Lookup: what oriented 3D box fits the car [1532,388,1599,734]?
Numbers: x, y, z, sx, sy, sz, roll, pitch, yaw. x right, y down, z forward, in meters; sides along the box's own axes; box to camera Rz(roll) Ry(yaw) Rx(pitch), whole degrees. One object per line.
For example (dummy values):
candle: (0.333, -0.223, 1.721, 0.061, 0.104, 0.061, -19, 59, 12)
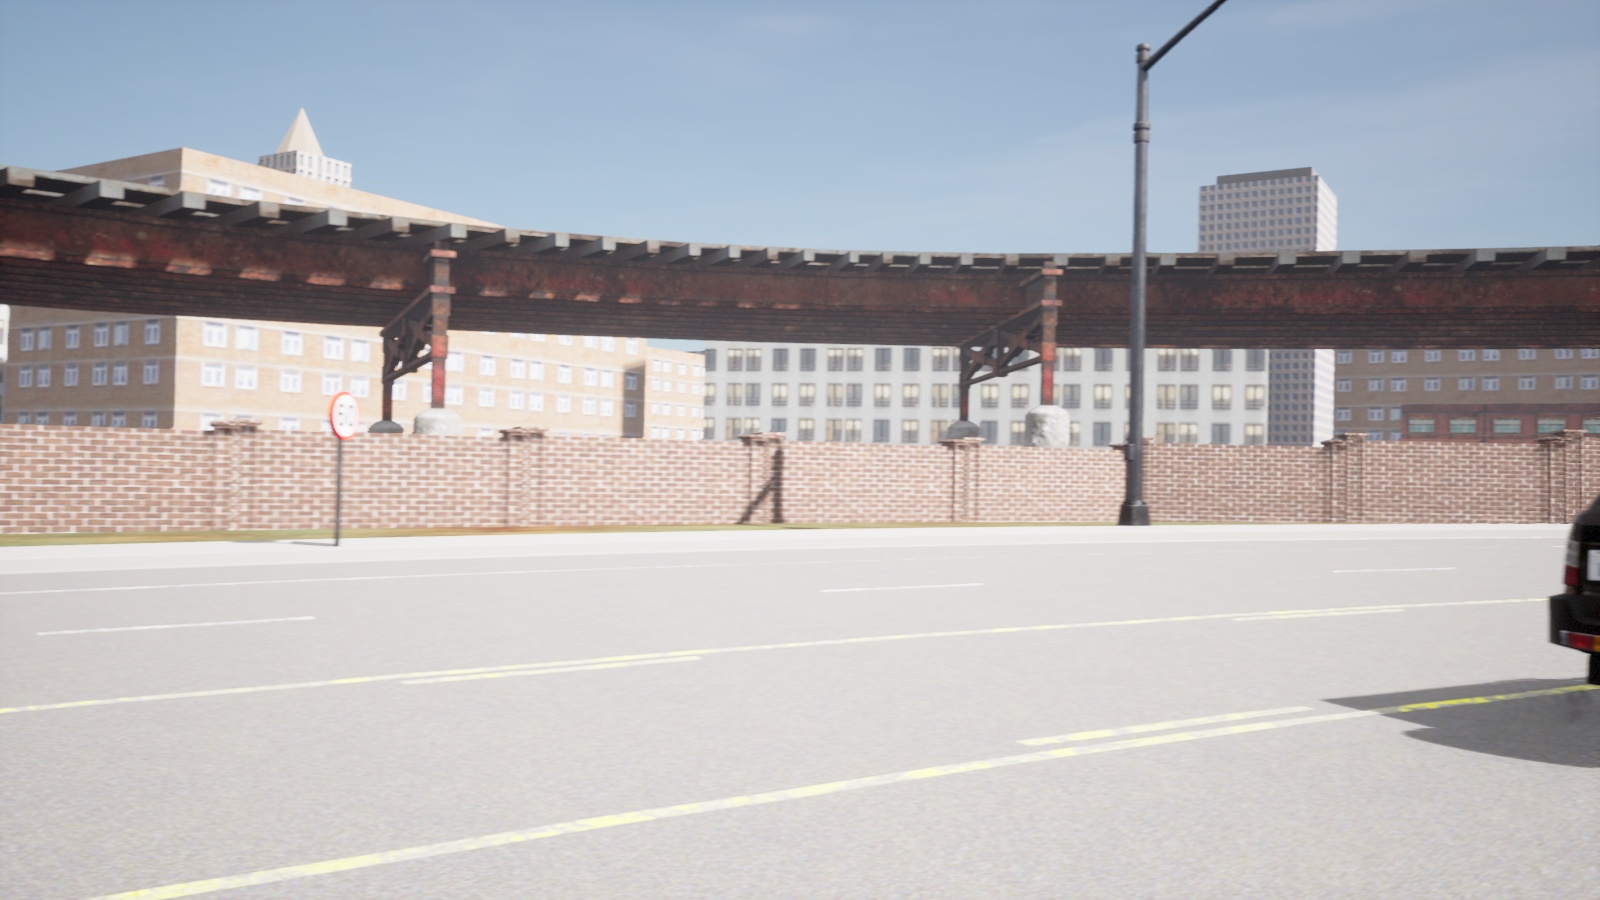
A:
car: (6.638, 0.578, 7.046, 4.605, 1.855, 1.932, 0, -2, -22)
